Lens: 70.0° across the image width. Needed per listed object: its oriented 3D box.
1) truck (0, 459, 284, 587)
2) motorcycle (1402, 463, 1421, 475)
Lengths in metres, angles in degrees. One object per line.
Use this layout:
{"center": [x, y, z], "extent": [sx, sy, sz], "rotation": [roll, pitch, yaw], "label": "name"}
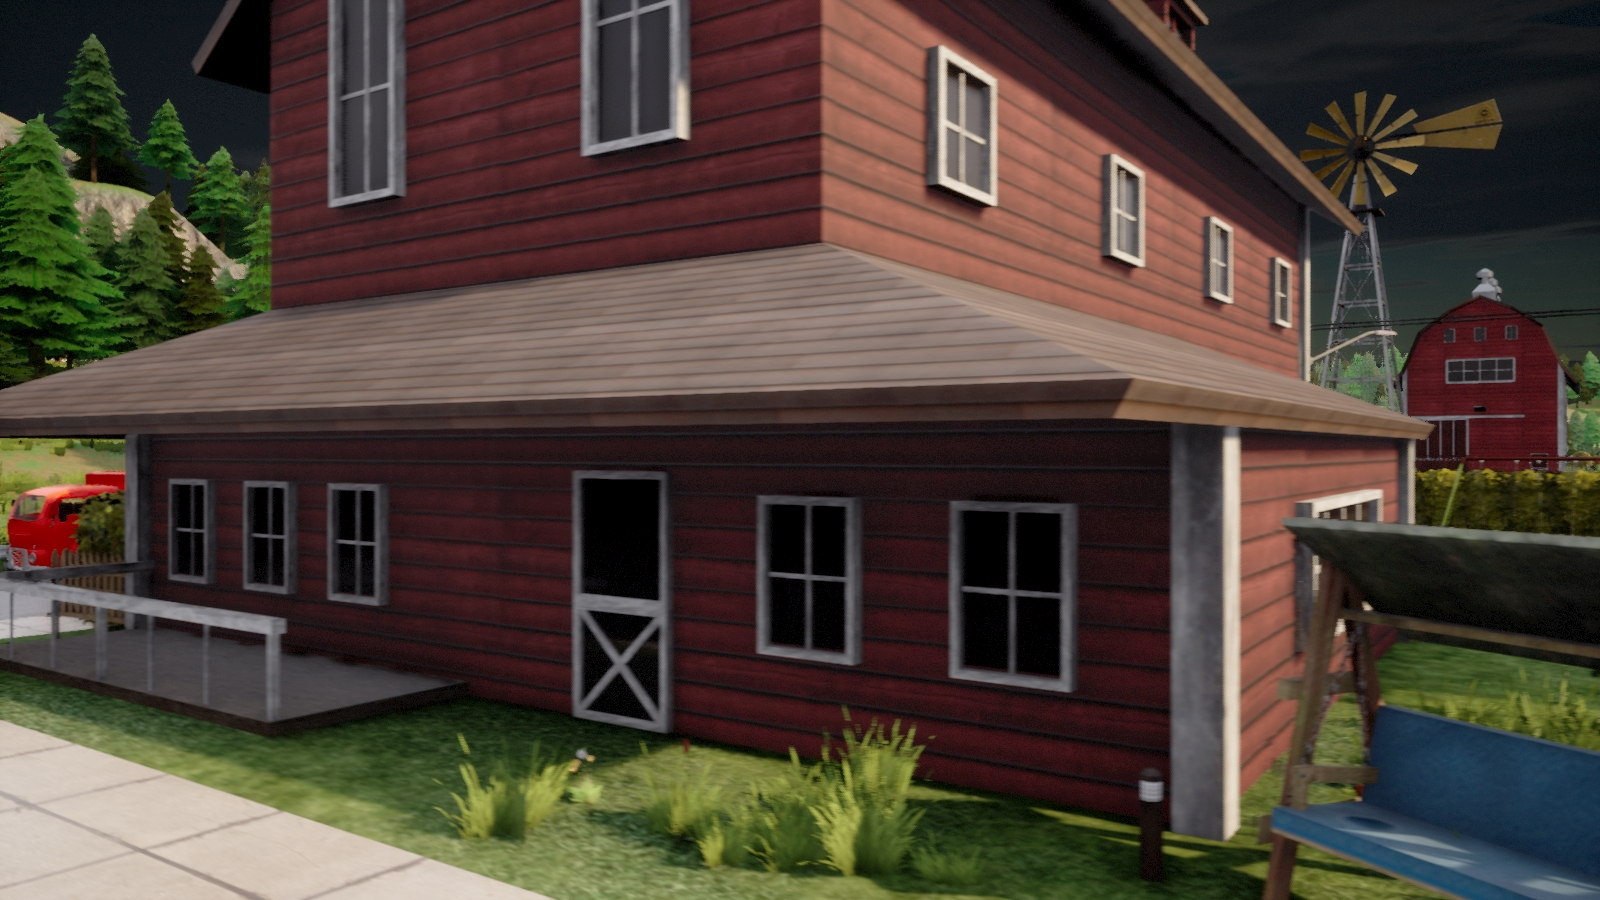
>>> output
{"center": [-15.200, 1.546, 26.540], "extent": [2.627, 2.467, 5.204], "rotation": [0, 2, 35], "label": "truck"}
{"center": [69.946, 2.142, 130.699], "extent": [1.805, 1.316, 0.856], "rotation": [0, -1, 38], "label": "motorcycle"}
